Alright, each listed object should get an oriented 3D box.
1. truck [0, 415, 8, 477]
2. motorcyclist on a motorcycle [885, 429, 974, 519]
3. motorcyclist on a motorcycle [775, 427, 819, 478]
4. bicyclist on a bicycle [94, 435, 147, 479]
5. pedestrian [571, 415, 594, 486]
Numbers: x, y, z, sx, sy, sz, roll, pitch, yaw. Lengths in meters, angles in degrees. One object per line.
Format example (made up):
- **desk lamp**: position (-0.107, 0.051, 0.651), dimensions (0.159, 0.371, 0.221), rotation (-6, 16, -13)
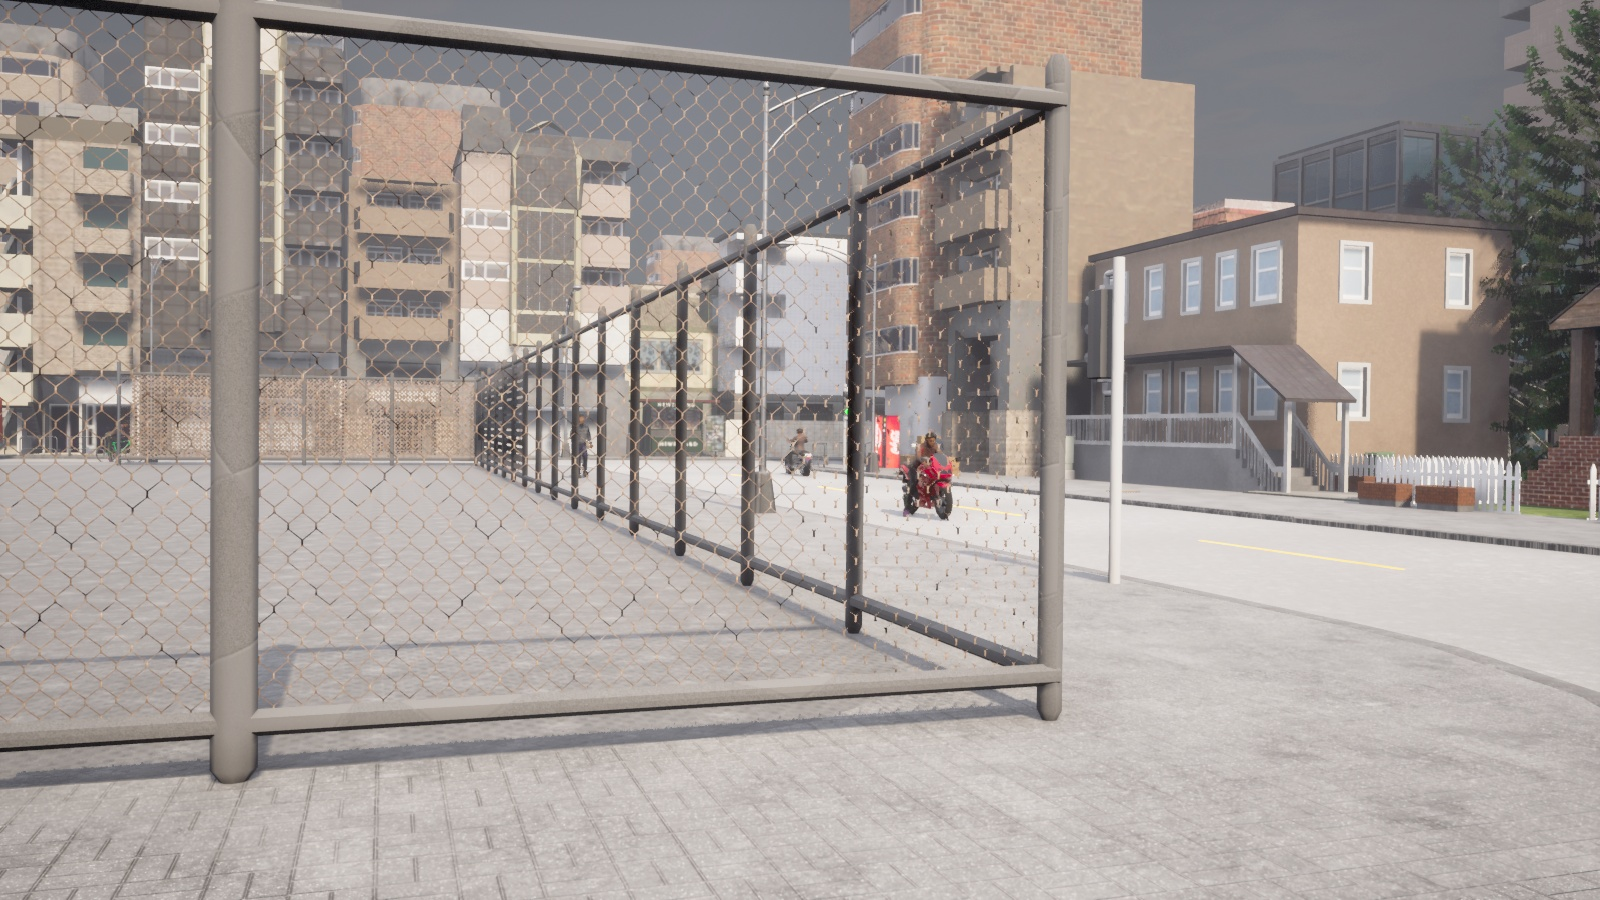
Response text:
- **truck**: position (-34.173, -0.113, 48.792), dimensions (5.204, 2.467, 2.627), rotation (-1, 1, -19)
- **motorcyclist on a motorcycle**: position (2.276, 0.392, 22.341), dimensions (0.797, 1.523, 2.044), rotation (-1, 1, -18)
- **motorcyclist on a motorcycle**: position (-0.112, 0.061, 42.337), dimensions (0.766, 1.649, 2.350), rotation (-1, 1, -18)
- **bicyclist on a bicycle**: position (-25.656, 0.257, 47.407), dimensions (1.656, 1.620, 0.582), rotation (-1, 1, -18)
- **pedestrian**: position (-6.062, 0.004, 34.991), dimensions (0.423, 1.949, 0.788), rotation (-1, 1, -22)
